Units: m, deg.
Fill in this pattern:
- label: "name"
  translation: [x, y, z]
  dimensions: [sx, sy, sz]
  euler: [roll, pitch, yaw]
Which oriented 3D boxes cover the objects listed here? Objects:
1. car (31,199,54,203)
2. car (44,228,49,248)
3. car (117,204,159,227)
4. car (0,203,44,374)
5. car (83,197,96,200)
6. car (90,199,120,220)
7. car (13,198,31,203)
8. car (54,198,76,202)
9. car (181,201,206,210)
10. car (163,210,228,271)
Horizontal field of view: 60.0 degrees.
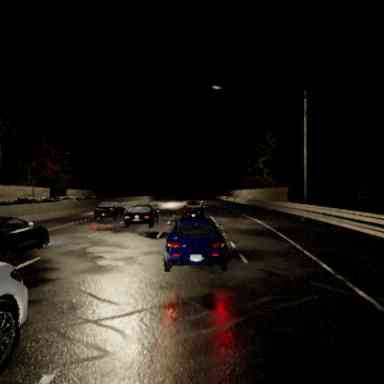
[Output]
- label: "car"
  translation: [-24.510, 1.749, 55.973]
  dimensions: [1.895, 1.301, 4.718]
  euler: [0, 0, 1]
- label: "car"
  translation: [-6.897, 1.587, 12.092]
  dimensions: [1.994, 1.385, 4.181]
  euler: [0, 0, 0]
- label: "car"
  translation: [-3.393, 1.596, 22.987]
  dimensions: [2.033, 1.411, 5.357]
  euler: [0, 0, 0]
- label: "car"
  translation: [-3.406, 1.226, 2.355]
  dimensions: [2.150, 2.045, 5.566]
  euler: [0, 0, 0]
- label: "car"
  translation: [-17.520, 1.652, 56.562]
  dimensions: [1.837, 1.490, 4.892]
  euler: [0, 0, 1]
- label: "car"
  translation: [-6.890, 1.554, 28.274]
  dimensions: [2.128, 1.511, 4.902]
  euler: [0, 0, 0]
- label: "car"
  translation: [-28.014, 1.709, 55.518]
  dimensions: [1.994, 1.385, 4.181]
  euler: [0, 0, 1]
- label: "car"
  translation: [-21.019, 1.674, 56.172]
  dimensions: [1.812, 1.442, 4.674]
  euler: [0, 0, 1]
- label: "car"
  translation: [0.110, 1.567, 28.345]
  dimensions: [1.837, 1.490, 4.892]
  euler: [0, 0, 0]
- label: "car"
  translation: [0.103, 1.547, 10.920]
  dimensions: [1.812, 1.442, 4.674]
  euler: [0, 0, 0]
